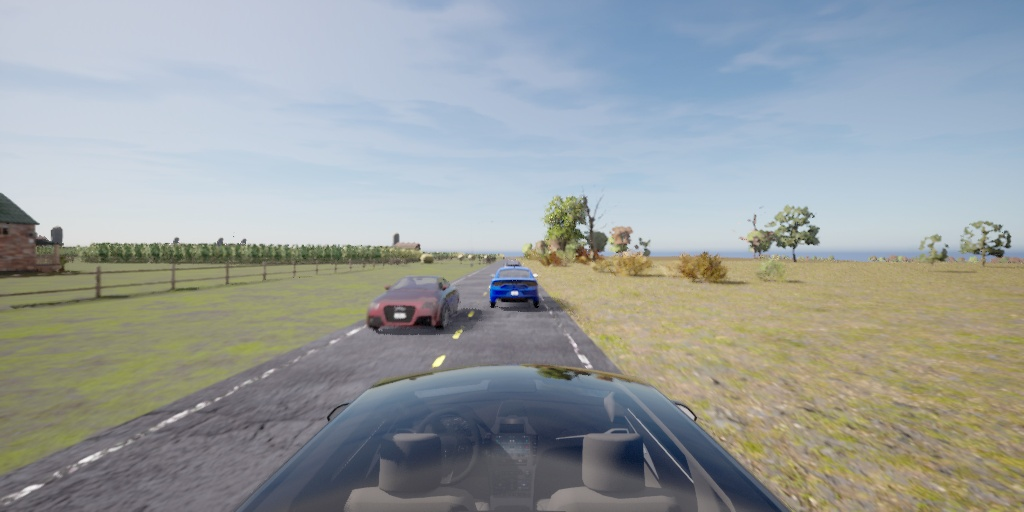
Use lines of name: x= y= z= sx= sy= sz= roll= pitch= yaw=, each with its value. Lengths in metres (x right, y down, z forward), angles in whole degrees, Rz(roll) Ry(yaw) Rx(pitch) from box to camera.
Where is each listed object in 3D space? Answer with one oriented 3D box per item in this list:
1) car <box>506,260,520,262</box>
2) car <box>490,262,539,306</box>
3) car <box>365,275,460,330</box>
car: x=0.087 y=1.158 z=34.243 sx=2.128 sy=1.511 sz=4.902 roll=0 pitch=0 yaw=0
car: x=0.094 y=1.192 z=15.457 sx=1.882 sy=1.535 sz=5.008 roll=0 pitch=0 yaw=0
car: x=-2.791 y=1.291 z=10.941 sx=1.994 sy=1.385 sz=4.181 roll=0 pitch=0 yaw=0
